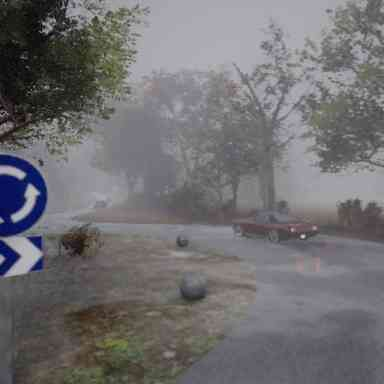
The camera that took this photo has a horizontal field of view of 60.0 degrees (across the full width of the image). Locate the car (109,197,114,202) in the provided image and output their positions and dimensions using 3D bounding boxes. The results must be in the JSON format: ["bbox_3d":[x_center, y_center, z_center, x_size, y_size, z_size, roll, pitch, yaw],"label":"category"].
[{"bbox_3d":[-22.522,2.023,92.337,1.837,1.490,4.892,-1,2,-13],"label":"car"}]

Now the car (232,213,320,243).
[{"bbox_3d":[3.949,1.702,16.708,1.895,1.301,4.718,-1,-1,-25],"label":"car"}]

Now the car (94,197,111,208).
[{"bbox_3d":[-17.790,2.377,64.809,2.128,1.511,4.902,-2,0,-7],"label":"car"}]
